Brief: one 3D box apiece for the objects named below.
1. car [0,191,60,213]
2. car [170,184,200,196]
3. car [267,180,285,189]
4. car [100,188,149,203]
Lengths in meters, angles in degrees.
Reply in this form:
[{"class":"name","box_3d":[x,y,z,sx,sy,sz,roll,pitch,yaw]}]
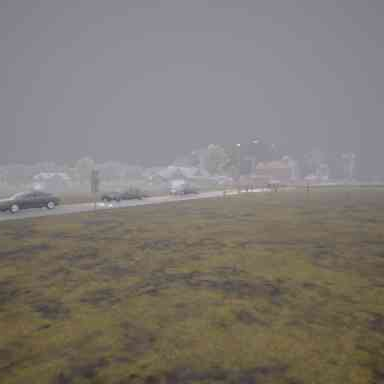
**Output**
[{"class":"car","box_3d":[-12.936,0.722,26.244,1.837,1.490,4.892,1,3,36]},{"class":"car","box_3d":[-0.876,-0.294,42.801,2.128,1.511,4.902,1,3,36]},{"class":"car","box_3d":[15.156,-1.342,59.844,1.882,1.535,5.008,1,3,36]},{"class":"car","box_3d":[-6.873,0.258,34.570,2.033,1.411,5.357,1,3,36]}]
